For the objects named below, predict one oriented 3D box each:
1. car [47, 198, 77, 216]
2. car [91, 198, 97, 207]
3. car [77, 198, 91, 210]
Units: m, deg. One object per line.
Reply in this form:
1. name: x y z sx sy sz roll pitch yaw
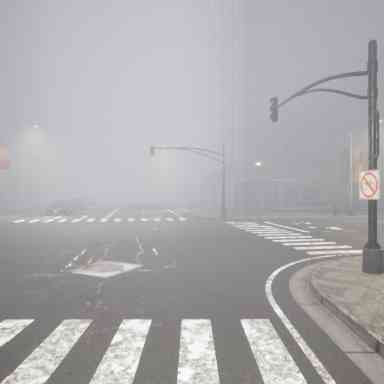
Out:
1. car: -13.196 1.542 33.462 1.812 1.442 4.674 0 0 -10
2. car: -16.375 1.600 53.139 1.994 1.385 4.181 0 0 -9
3. car: -14.783 1.503 43.294 1.882 1.535 5.008 0 0 -9
